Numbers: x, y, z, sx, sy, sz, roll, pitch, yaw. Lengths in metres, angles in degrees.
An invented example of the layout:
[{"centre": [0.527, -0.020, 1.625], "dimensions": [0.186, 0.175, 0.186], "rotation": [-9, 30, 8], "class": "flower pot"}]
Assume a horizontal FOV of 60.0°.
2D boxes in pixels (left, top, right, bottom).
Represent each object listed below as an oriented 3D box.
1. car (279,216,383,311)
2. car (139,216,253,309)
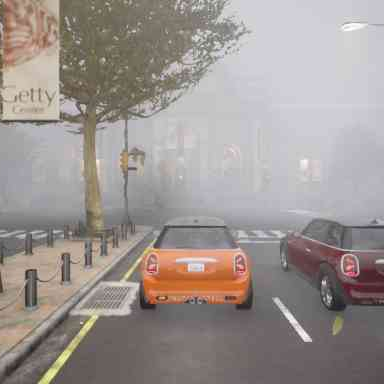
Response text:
[{"centre": [3.584, 1.352, 7.907], "dimensions": [2.097, 1.767, 4.553], "rotation": [0, 0, 0], "class": "car"}, {"centre": [0.084, 1.352, 8.003], "dimensions": [2.097, 1.767, 4.553], "rotation": [0, 0, 0], "class": "car"}]
